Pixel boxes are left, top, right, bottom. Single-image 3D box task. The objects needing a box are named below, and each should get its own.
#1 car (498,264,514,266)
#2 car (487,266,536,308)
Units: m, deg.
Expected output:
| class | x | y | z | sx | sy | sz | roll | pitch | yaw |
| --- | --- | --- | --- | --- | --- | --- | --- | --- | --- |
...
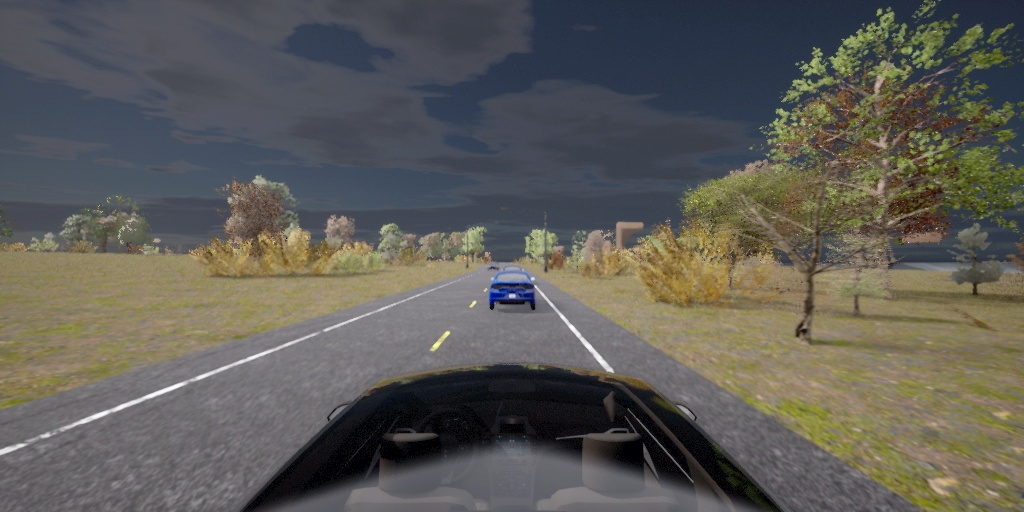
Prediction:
| class | x | y | z | sx | sy | sz | roll | pitch | yaw |
| --- | --- | --- | --- | --- | --- | --- | --- | --- | --- |
| car | 0.034 | 1.557 | 31.093 | 1.882 | 1.535 | 5.008 | 0 | 0 | 0 |
| car | 0.029 | 1.388 | 16.094 | 1.882 | 1.535 | 5.008 | 0 | 0 | 0 |
